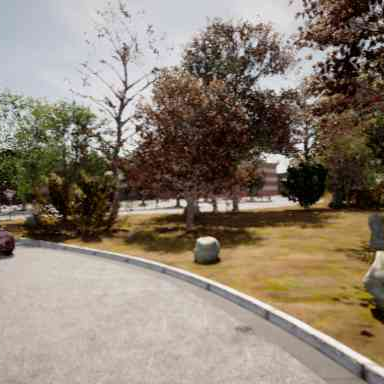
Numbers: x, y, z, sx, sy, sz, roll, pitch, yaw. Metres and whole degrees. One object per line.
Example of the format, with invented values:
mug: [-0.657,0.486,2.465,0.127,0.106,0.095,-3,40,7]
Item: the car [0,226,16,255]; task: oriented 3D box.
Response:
car: [-8.465,1.700,12.720,4.181,1.385,1.994,-1,0,41]
